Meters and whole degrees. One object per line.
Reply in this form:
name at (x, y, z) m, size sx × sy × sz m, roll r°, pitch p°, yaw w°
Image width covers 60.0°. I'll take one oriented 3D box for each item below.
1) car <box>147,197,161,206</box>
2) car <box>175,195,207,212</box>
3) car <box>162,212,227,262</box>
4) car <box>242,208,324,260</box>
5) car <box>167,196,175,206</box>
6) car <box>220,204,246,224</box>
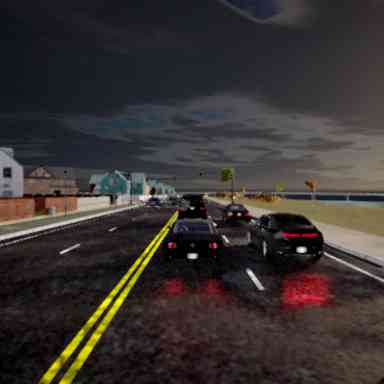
car at (-6.513, 1.674, 58.108) m, size 1.812 × 1.442 × 4.674 m, roll 0°, pitch 0°, yaw 1°
car at (0.042, 1.280, 26.565) m, size 2.150 × 2.045 × 5.566 m, roll 0°, pitch 0°, yaw 1°
car at (0.041, 1.625, 12.112) m, size 1.895 × 1.301 × 4.718 m, roll 0°, pitch 0°, yaw 1°
car at (3.299, 1.528, 12.480) m, size 1.837 × 1.490 × 4.892 m, roll 0°, pitch -1°, yaw 0°
car at (-3.258, 1.502, 58.762) m, size 2.097 × 1.767 × 4.553 m, roll 0°, pitch 0°, yaw 1°
car at (3.283, 1.602, 25.568) m, size 2.033 × 1.411 × 5.357 m, roll 0°, pitch 0°, yaw 0°
